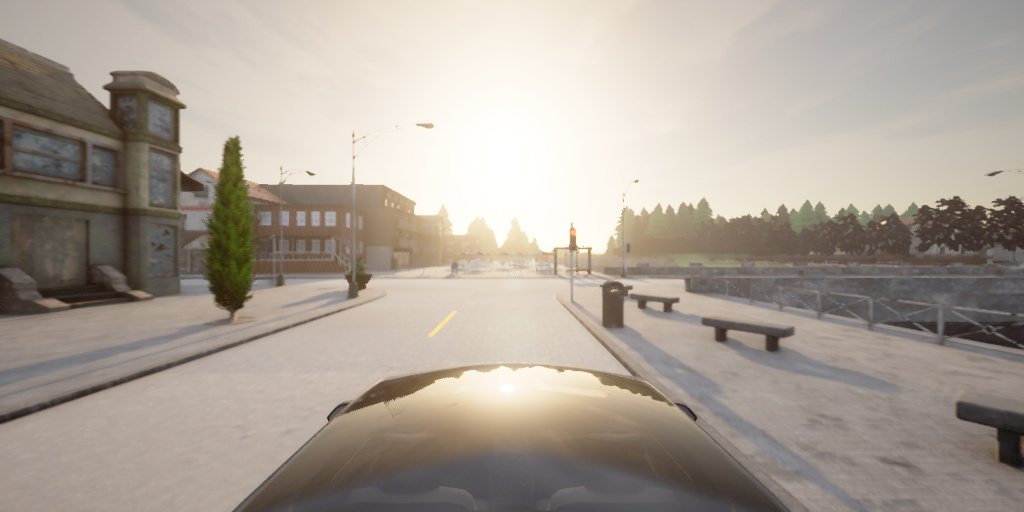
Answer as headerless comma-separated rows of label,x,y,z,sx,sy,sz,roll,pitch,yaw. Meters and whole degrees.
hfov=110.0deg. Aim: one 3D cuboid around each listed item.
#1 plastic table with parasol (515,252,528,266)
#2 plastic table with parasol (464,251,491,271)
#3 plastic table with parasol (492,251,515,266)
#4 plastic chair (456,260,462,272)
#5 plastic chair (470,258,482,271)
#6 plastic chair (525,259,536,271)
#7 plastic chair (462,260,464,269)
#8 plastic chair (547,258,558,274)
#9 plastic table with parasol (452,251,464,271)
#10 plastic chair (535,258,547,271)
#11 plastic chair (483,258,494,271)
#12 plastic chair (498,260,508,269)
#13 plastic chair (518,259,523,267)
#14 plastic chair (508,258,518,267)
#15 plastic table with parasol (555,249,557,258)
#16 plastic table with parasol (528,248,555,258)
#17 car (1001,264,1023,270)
plastic table with parasol,1.171,0.539,59.156,2.482,2.480,2.482,0,0,0
plastic table with parasol,-4.231,0.574,44.567,2.482,2.480,2.482,0,0,0
plastic table with parasol,-1.200,0.557,51.546,2.482,2.480,2.482,0,0,0
plastic chair,-7.047,1.165,49.979,0.750,1.272,0.730,0,0,-1
plastic chair,-4.351,1.181,43.347,0.750,1.272,0.730,0,0,0
plastic chair,2.249,1.179,43.846,0.730,1.272,0.750,0,0,0
plastic chair,-5.551,1.178,44.647,0.730,1.272,0.750,0,0,0
plastic chair,4.849,1.179,43.645,0.730,1.272,0.750,0,0,0
plastic table with parasol,-7.120,0.558,51.157,2.482,2.480,2.482,0,0,0
plastic chair,3.448,1.182,42.545,0.750,1.272,0.730,0,0,0
plastic chair,-2.951,1.178,44.446,0.730,1.272,0.750,0,0,0
plastic chair,-1.250,1.164,50.346,0.750,1.272,0.730,0,0,0
plastic chair,1.054,1.146,57.978,0.750,1.272,0.730,0,0,-1
plastic chair,0.150,1.161,51.446,0.730,1.272,0.750,0,0,0
plastic table with parasol,5.000,0.554,52.445,2.482,2.480,2.482,0,0,0
plastic table with parasol,3.589,0.575,43.815,2.482,2.480,2.482,0,0,0
car,42.408,1.160,28.704,5.008,1.535,1.882,0,0,0
